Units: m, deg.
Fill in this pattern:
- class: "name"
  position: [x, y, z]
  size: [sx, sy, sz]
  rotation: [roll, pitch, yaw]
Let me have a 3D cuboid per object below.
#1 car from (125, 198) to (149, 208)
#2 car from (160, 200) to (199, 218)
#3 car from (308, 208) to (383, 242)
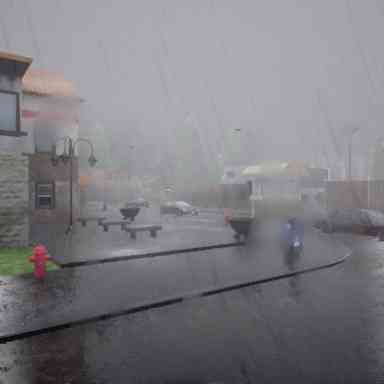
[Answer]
- class: "car"
  position: [-7.727, 1.520, 46.754]
  size: [1.812, 1.442, 4.674]
  rotation: [0, 0, -39]
- class: "car"
  position: [-1.288, 1.521, 30.681]
  size: [1.812, 1.442, 4.674]
  rotation: [0, 0, -36]
- class: "car"
  position: [8.478, 1.543, 16.680]
  size: [2.033, 1.411, 5.357]
  rotation: [0, 0, -32]
